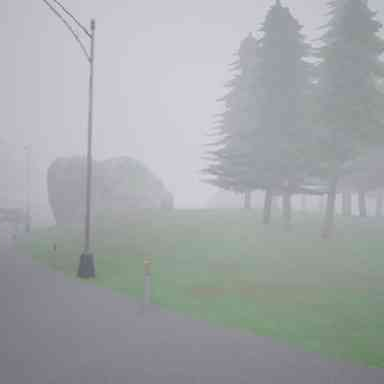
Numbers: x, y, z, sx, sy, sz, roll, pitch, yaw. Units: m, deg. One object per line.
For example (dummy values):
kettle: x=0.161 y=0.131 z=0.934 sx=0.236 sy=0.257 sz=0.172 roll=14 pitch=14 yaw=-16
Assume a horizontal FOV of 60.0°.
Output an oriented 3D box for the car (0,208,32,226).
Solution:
car: x=-21.035 y=2.958 z=39.310 sx=2.150 sy=2.045 sz=5.566 roll=2 pitch=-4 yaw=-3
